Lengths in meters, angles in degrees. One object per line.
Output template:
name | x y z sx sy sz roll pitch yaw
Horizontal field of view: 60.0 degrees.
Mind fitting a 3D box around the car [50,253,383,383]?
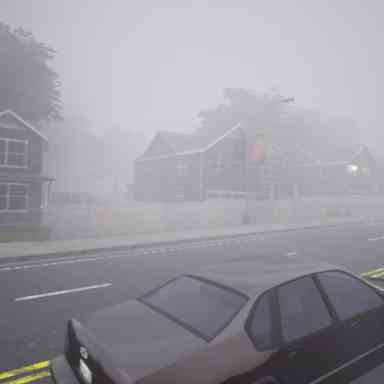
car | 1.153 1.555 4.260 5.357 1.411 2.033 0 0 -36
